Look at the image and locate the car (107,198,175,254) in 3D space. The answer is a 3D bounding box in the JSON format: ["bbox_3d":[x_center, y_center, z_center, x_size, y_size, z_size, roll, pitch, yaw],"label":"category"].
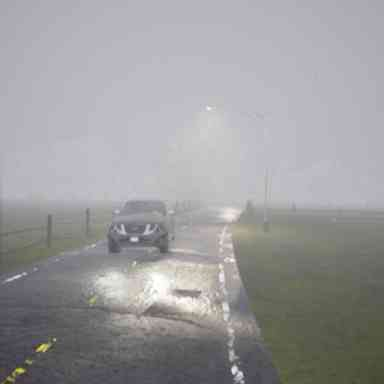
[{"bbox_3d":[-1.915,1.299,14.192,2.150,2.045,5.566,0,-1,1],"label":"car"}]
